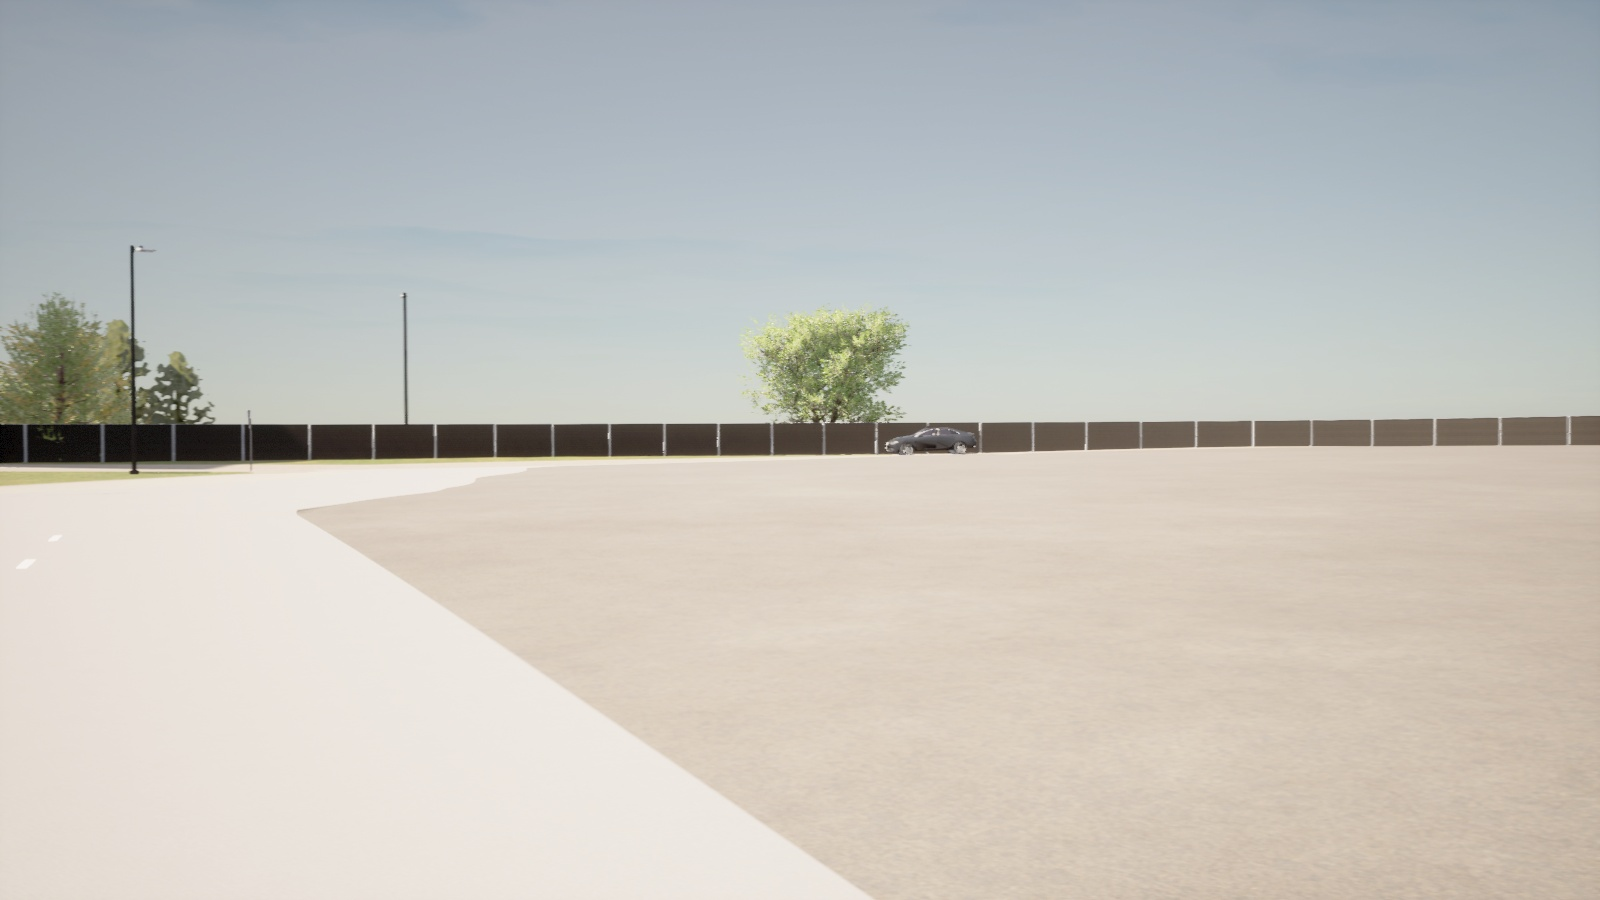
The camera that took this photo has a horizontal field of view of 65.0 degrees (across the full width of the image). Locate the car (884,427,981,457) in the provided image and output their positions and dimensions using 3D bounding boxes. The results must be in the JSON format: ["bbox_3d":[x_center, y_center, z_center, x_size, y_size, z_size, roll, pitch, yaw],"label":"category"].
[{"bbox_3d":[7.113,-0.430,67.894,4.902,1.511,2.128,-1,0,-4],"label":"car"}]
